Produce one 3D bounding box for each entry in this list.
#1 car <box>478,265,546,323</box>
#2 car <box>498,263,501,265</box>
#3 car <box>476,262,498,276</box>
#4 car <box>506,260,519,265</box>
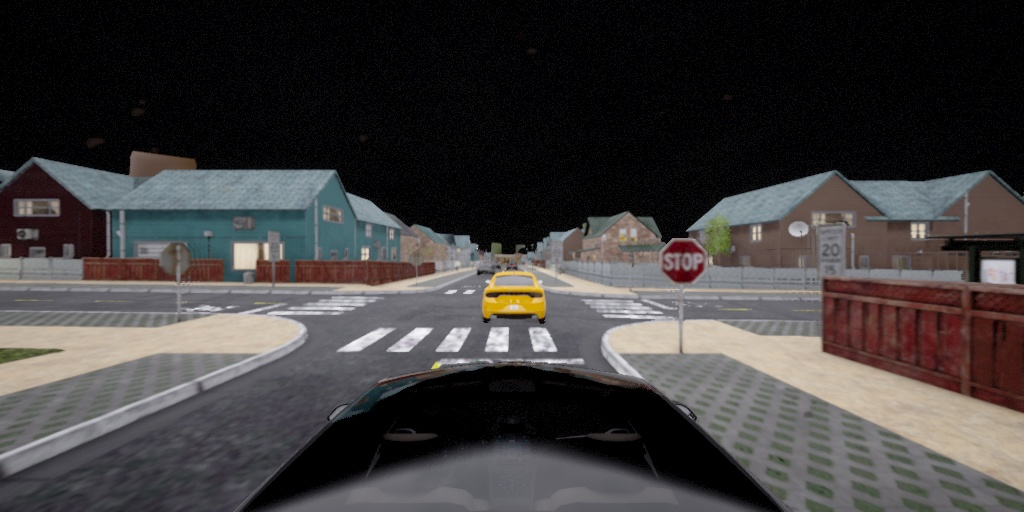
[{"bbox_3d":[0.076,1.265,12.442,1.882,1.535,5.008,0,0,0],"label":"car"},{"bbox_3d":[-2.779,1.761,61.740,1.895,1.301,4.718,0,-1,0],"label":"car"},{"bbox_3d":[-2.857,1.445,39.714,1.837,1.490,4.892,0,0,0],"label":"car"},{"bbox_3d":[0.026,1.618,57.598,1.837,1.490,4.892,0,-1,1],"label":"car"}]
